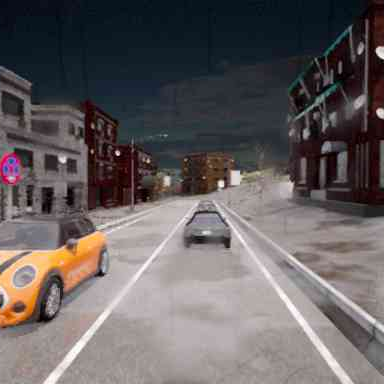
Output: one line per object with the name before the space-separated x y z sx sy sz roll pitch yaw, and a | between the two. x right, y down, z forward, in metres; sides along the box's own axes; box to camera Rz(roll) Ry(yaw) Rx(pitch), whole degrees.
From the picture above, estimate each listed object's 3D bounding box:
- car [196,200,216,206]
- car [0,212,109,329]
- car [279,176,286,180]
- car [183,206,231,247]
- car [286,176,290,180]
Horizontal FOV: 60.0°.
car | 1.408 1.519 32.671 2.033 1.411 5.357 0 0 2
car | -3.370 1.328 7.173 2.097 1.767 4.553 0 0 2
car | 26.278 -3.721 90.745 2.097 1.535 5.008 0 1 -1
car | 0.670 1.552 14.974 1.994 1.385 4.181 0 0 2
car | 26.511 -3.739 85.224 2.185 1.767 4.553 0 1 -2
